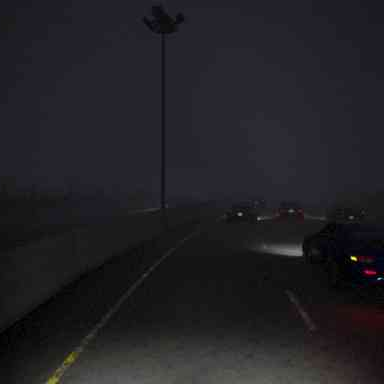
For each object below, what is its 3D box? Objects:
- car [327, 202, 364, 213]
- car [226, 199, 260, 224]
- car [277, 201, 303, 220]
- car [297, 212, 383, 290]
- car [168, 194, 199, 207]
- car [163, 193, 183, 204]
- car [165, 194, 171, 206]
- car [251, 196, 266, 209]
[{"bbox_3d":[10.675,1.425,23.337,1.812,1.442,4.674,0,0,14],"label":"car"},{"bbox_3d":[3.652,1.444,23.996,1.994,1.385,4.181,0,0,14],"label":"car"},{"bbox_3d":[7.861,1.423,26.593,2.033,1.411,5.357,0,0,14],"label":"car"},{"bbox_3d":[4.285,1.488,8.775,1.812,1.442,4.674,0,0,6],"label":"car"},{"bbox_3d":[-0.540,1.293,36.774,2.128,1.511,4.902,0,0,15],"label":"car"},{"bbox_3d":[-3.076,1.052,54.626,2.097,1.767,4.553,0,0,15],"label":"car"},{"bbox_3d":[-1.900,1.354,45.356,1.895,1.301,4.718,0,0,15],"label":"car"},{"bbox_3d":[8.250,1.297,42.059,2.163,1.488,4.792,0,0,14],"label":"car"}]
